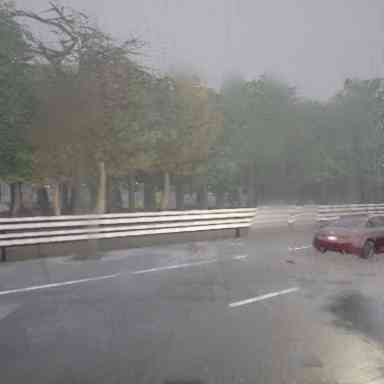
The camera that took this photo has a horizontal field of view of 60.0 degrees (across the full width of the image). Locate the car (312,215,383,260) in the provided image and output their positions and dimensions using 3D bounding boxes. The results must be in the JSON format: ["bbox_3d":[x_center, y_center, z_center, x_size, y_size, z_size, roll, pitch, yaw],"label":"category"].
[{"bbox_3d":[6.454,1.551,12.477,4.181,1.385,1.994,0,0,-34],"label":"car"}]
